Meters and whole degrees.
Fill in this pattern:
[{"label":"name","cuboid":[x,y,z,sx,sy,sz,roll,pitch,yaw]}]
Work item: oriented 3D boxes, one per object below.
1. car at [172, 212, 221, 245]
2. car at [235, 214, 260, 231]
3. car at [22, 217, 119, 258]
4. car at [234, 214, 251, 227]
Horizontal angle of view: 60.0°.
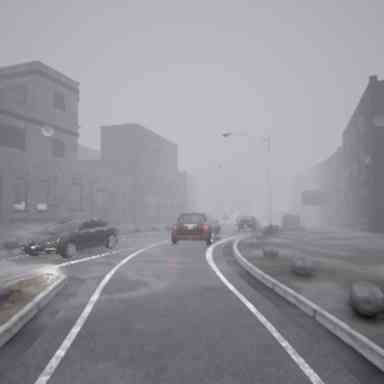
[{"label":"car","cuboid":[0.377,1.924,18.772,2.097,1.767,4.553,-1,-3,12]},{"label":"car","cuboid":[6.293,3.457,36.508,1.837,1.490,4.892,-1,-5,19]},{"label":"car","cuboid":[-5.034,1.885,14.517,1.837,1.490,4.892,-1,-3,20]},{"label":"car","cuboid":[8.441,4.721,55.108,2.150,2.045,5.566,-1,-5,14]}]
